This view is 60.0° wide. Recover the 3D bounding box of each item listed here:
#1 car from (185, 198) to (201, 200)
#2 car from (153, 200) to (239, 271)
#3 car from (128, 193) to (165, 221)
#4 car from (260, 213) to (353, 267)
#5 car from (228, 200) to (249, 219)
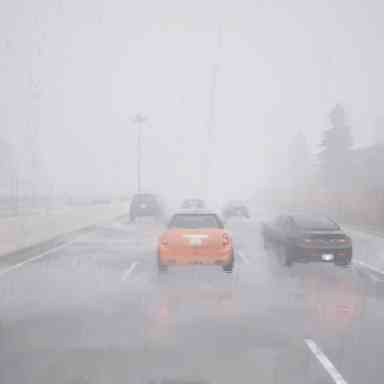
[{"bbox_3d":[0.093,1.254,26.553,2.097,1.767,4.553,0,0,0],"label":"car"},{"bbox_3d":[0.097,1.312,10.877,2.097,1.767,4.553,0,0,0],"label":"car"},{"bbox_3d":[-3.406,1.126,25.901,2.150,2.045,5.566,0,0,0],"label":"car"},{"bbox_3d":[3.598,1.463,11.239,1.837,1.490,4.892,0,0,0],"label":"car"},{"bbox_3d":[3.579,1.424,27.801,1.812,1.442,4.674,0,0,0],"label":"car"}]
